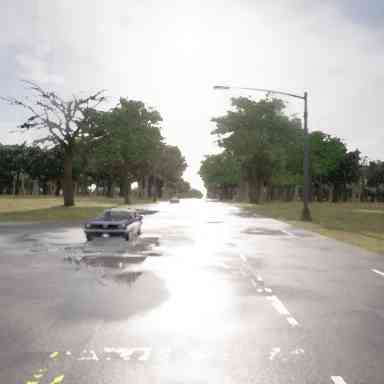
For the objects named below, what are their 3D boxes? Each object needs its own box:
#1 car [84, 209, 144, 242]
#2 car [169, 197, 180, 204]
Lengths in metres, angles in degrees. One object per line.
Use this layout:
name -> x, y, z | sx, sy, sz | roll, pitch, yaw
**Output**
car -> -3.495, 1.478, 15.628 | 1.895, 1.301, 4.718 | 1, -1, 0
car -> -3.596, 1.718, 68.848 | 1.812, 1.442, 4.674 | 0, 0, 0
